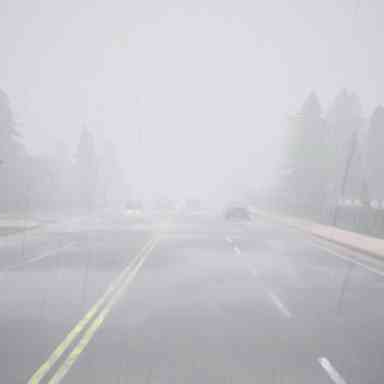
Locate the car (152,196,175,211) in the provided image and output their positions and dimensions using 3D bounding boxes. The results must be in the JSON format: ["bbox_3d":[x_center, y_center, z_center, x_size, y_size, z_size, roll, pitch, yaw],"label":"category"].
[{"bbox_3d":[-3.584,1.527,42.082,1.837,1.490,4.892,0,0,0],"label":"car"}]

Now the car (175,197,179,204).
[{"bbox_3d":[-3.500,1.635,63.752,1.895,1.301,4.718,0,0,0],"label":"car"}]

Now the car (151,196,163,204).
[{"bbox_3d":[-6.990,1.582,67.237,2.033,1.411,5.357,0,0,-1],"label":"car"}]

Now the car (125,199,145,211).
[{"bbox_3d":[-7.084,1.586,41.963,1.994,1.385,4.181,0,0,0],"label":"car"}]

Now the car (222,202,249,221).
[{"bbox_3d":[3.600,1.540,27.639,1.812,1.442,4.674,0,0,0],"label":"car"}]

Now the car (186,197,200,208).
[{"bbox_3d":[0.101,1.504,50.029,1.882,1.535,5.008,0,0,0],"label":"car"}]
